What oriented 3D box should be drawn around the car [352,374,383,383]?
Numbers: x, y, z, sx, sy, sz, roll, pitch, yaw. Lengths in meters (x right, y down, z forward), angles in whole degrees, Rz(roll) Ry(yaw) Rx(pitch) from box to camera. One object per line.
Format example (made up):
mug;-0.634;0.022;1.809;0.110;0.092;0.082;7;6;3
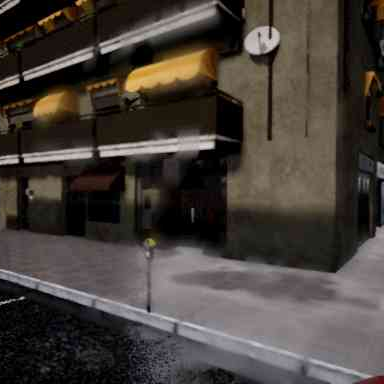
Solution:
car;2.674;1.552;0.958;4.507;1.381;1.887;0;1;36
